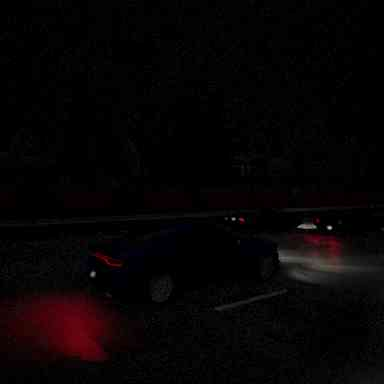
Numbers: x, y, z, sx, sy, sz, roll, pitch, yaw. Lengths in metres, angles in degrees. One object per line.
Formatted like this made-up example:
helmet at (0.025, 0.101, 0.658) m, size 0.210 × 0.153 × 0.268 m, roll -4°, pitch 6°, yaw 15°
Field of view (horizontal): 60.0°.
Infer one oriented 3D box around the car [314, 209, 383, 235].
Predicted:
car at (9.109, 1.600, 19.002) m, size 4.718 × 1.301 × 1.895 m, roll 0°, pitch 0°, yaw -36°

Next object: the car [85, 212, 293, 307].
car at (0.020, 1.477, 8.089) m, size 5.008 × 1.535 × 1.882 m, roll 0°, pitch 0°, yaw -36°

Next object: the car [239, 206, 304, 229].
car at (4.323, 1.547, 19.844) m, size 5.357 × 1.411 × 2.033 m, roll 0°, pitch 0°, yaw -36°
